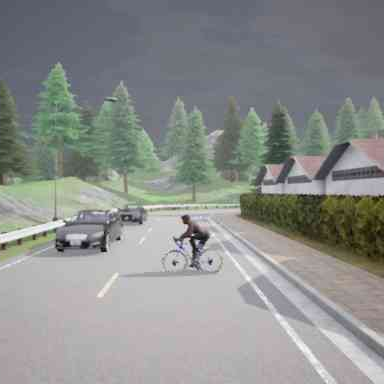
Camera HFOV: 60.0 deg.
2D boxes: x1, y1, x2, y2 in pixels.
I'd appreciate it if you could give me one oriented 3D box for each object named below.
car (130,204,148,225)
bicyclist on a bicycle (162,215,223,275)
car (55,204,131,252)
[{"bbox_3d":[-4.368,1.557,24.010,1.994,1.385,4.181,0,0,-1],"label":"car"},{"bbox_3d":[0.004,1.441,9.057,1.656,1.620,0.582,-1,0,-2],"label":"bicyclist on a bicycle"},{"bbox_3d":[-4.090,1.488,13.875,2.128,1.511,4.902,0,0,-2],"label":"car"}]
